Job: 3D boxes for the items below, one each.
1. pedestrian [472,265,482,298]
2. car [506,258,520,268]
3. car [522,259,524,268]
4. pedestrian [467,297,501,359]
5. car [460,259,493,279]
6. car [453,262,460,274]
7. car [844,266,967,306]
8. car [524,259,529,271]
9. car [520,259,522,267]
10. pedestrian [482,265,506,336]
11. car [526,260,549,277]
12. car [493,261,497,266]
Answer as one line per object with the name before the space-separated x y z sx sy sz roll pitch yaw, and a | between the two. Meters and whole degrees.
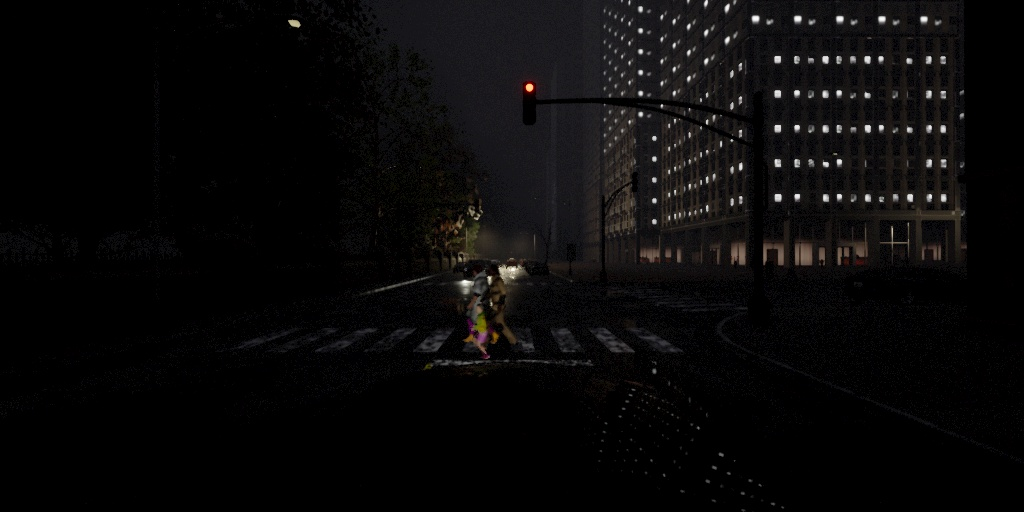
pedestrian | -0.687 1.043 8.198 0.375 1.860 0.375 0 0 0
car | -0.017 1.264 62.094 1.882 1.535 5.008 0 0 0
car | 2.676 1.337 46.907 1.948 1.339 4.313 0 0 0
pedestrian | -0.528 1.424 6.889 0.500 1.100 0.500 0 0 0
car | -3.105 1.113 32.124 2.097 1.767 4.553 0 0 0
car | -5.703 1.348 41.272 1.802 1.307 4.207 0 0 0
car | 14.681 1.025 13.062 4.313 1.339 1.948 0 0 0
car | 2.678 1.332 41.274 1.948 1.339 4.313 0 0 0
car | 2.673 1.334 63.804 1.888 1.381 4.507 0 0 0
pedestrian | -0.367 1.043 7.598 0.375 1.860 0.375 0 0 0
car | 2.679 1.328 35.642 1.948 1.339 4.313 0 0 0
car | -3.106 1.270 43.158 1.837 1.490 4.892 0 1 0
